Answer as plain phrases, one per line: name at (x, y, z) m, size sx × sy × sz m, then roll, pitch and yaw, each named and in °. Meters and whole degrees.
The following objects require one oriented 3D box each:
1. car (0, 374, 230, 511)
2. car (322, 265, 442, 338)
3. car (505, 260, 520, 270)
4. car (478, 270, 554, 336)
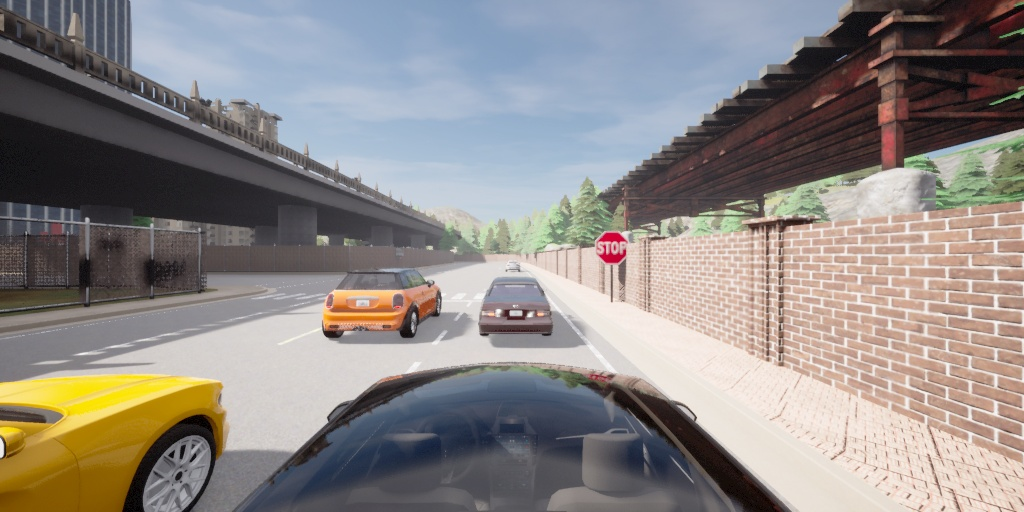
car at (-3.397, 1.228, 1.069) m, size 1.882 × 1.535 × 5.008 m, roll 0°, pitch 0°, yaw 0°
car at (-3.414, 1.102, 10.326) m, size 2.097 × 1.767 × 4.553 m, roll 0°, pitch 0°, yaw 0°
car at (0.111, 1.276, 46.226) m, size 1.812 × 1.442 × 4.674 m, roll 0°, pitch 0°, yaw -1°
car at (0.088, 1.297, 10.345) m, size 2.033 × 1.411 × 5.357 m, roll 0°, pitch 0°, yaw 0°
